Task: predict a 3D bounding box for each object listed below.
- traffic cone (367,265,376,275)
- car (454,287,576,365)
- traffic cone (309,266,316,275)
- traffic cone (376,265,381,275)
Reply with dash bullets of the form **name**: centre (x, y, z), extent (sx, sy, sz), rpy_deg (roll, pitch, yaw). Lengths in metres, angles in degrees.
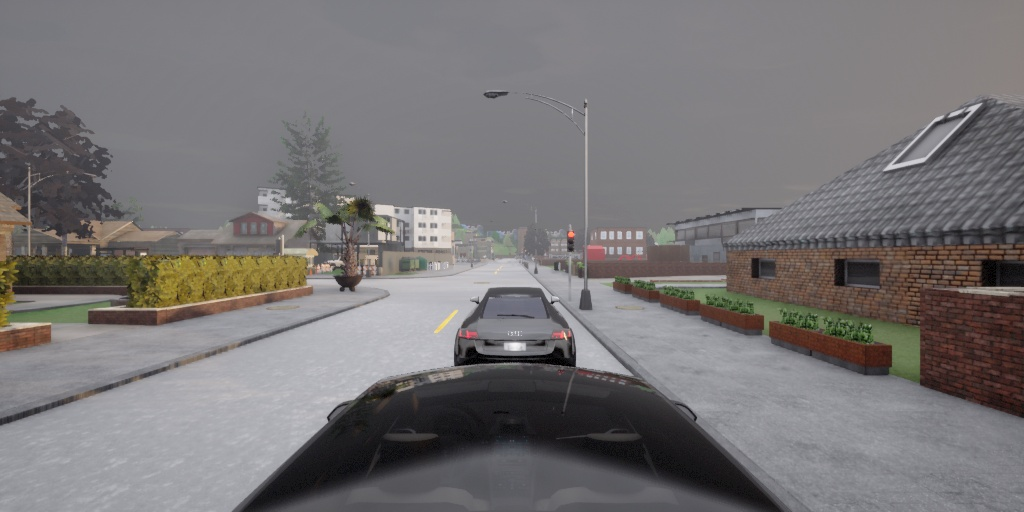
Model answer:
- **traffic cone**: centre (-15.749, 1.561, 40.150), extent (0.344, 0.586, 0.344), rpy_deg (0, 0, 0)
- **car**: centre (0.059, 1.314, 7.333), extent (1.994, 1.385, 4.181), rpy_deg (0, 0, 0)
- **traffic cone**: centre (-19.796, 1.568, 35.267), extent (0.344, 0.586, 0.344), rpy_deg (0, 0, 0)
- **traffic cone**: centre (-15.388, 1.558, 40.720), extent (0.344, 0.586, 0.344), rpy_deg (0, 0, 0)
